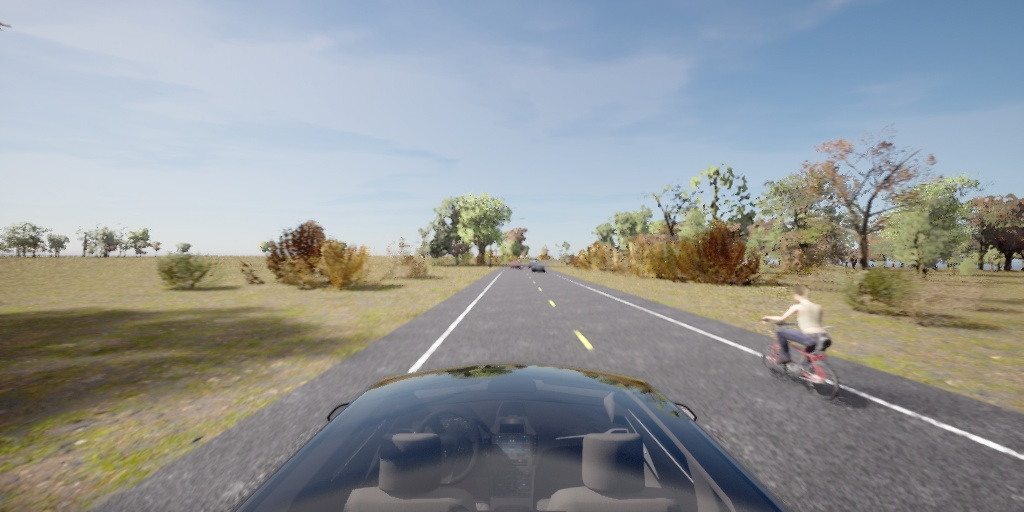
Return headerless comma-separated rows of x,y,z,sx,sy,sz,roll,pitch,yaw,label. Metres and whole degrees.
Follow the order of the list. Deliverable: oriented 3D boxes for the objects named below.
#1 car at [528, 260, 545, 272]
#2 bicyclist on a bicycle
3.928,1.740,54.766,1.994,1.385,4.181,0,0,1,car
4.445,1.258,5.606,0.866,1.612,1.509,1,0,1,bicyclist on a bicycle
